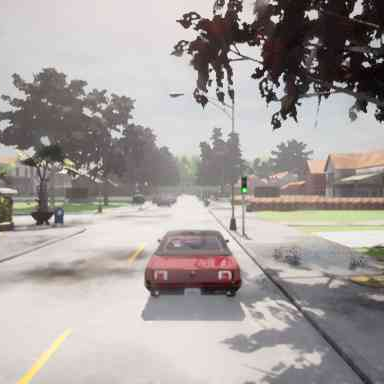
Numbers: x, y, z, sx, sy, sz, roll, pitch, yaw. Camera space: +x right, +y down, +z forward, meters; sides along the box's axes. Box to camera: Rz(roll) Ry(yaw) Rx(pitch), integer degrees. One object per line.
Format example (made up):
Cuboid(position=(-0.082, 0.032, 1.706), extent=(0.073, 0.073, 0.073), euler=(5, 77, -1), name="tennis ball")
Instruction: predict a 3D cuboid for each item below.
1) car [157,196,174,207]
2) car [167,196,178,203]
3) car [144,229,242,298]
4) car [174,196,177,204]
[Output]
Cuboid(position=(-4.203, 1.602, 50.797), extent=(1.895, 1.301, 4.718), euler=(0, 0, 0), name="car")
Cuboid(position=(-4.149, 1.542, 71.150), extent=(2.033, 1.411, 5.357), euler=(0, 0, 0), name="car")
Cuboid(position=(0.036, 1.601, 8.505), extent=(1.895, 1.301, 4.718), euler=(0, 0, 0), name="car")
Cuboid(position=(-4.193, 1.566, 60.789), extent=(1.994, 1.385, 4.181), euler=(0, 0, 0), name="car")
